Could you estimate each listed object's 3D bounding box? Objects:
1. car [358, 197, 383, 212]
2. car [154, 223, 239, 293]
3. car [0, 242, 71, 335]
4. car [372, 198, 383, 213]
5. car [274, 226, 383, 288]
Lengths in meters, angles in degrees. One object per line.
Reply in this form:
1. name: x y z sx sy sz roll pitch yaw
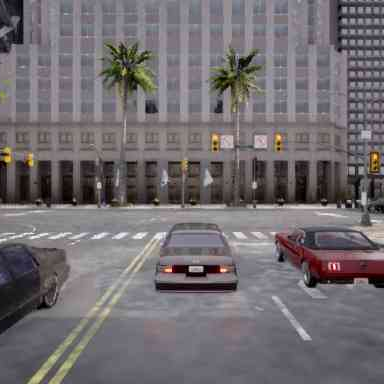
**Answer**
1. car: 21.401 1.352 37.817 4.553 1.767 2.097 0 0 0
2. car: 0.097 1.547 8.977 2.033 1.411 5.357 0 0 0
3. car: -3.601 1.547 5.108 2.033 1.411 5.357 0 0 0
4. car: 21.667 1.601 34.315 4.718 1.301 1.895 0 0 0
5. car: 3.643 1.601 9.244 1.895 1.301 4.718 0 0 2
